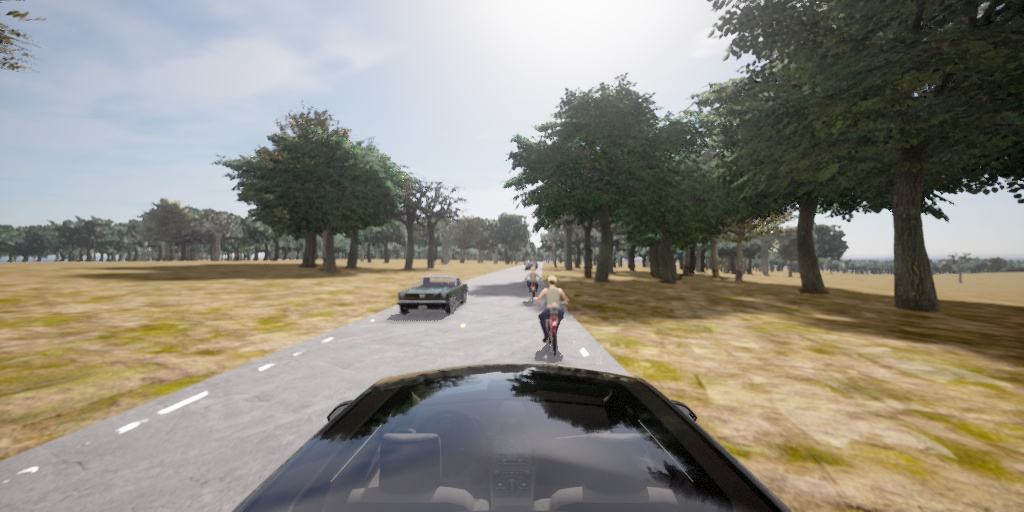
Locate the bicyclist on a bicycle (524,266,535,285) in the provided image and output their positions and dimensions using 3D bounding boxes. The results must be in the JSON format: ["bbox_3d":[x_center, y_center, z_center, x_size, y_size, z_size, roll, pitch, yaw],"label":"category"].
[{"bbox_3d":[0.980,1.286,16.643,0.866,1.612,1.509,0,0,2],"label":"bicyclist on a bicycle"}]

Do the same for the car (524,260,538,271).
[{"bbox_3d":[3.254,1.841,61.354,1.895,1.301,4.718,0,-1,5],"label":"car"}]

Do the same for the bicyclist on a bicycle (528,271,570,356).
[{"bbox_3d":[0.862,1.224,7.803,0.866,1.612,1.509,0,0,0],"label":"bicyclist on a bicycle"}]

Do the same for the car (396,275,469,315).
[{"bbox_3d":[-2.959,1.433,14.223,1.895,1.301,4.718,0,0,1],"label":"car"}]
